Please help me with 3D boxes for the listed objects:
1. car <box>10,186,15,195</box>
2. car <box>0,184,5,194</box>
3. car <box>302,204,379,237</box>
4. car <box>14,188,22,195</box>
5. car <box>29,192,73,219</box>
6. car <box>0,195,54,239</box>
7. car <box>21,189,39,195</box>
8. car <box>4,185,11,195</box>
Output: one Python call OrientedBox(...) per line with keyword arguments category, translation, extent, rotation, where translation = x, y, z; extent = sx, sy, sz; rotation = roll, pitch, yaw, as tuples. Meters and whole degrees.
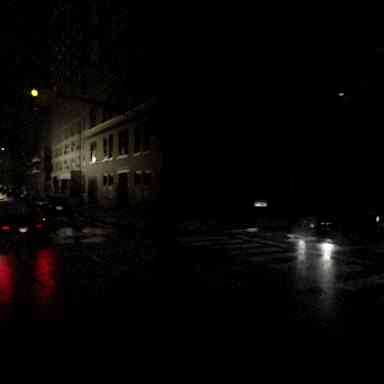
OrientedBox(category="car", translation=(-17.644, 0.379, 35.033), extent=(1.887, 1.381, 4.507), rotation=(1, 1, -32))
OrientedBox(category="car", translation=(-29.461, -0.293, 53.724), extent=(2.008, 1.369, 4.403), rotation=(1, 1, -32))
OrientedBox(category="car", translation=(7.937, 1.442, 17.616), extent=(4.892, 1.490, 1.837), rotation=(1, 1, -33))
OrientedBox(category="car", translation=(-14.690, 0.554, 30.361), extent=(2.008, 1.369, 4.403), rotation=(1, 1, -32))
OrientedBox(category="car", translation=(-8.783, 0.907, 21.016), extent=(1.947, 1.339, 4.313), rotation=(1, 1, -32))
OrientedBox(category="car", translation=(-7.155, 1.068, 13.641), extent=(1.812, 1.442, 4.674), rotation=(0, 2, -32))
OrientedBox(category="car", translation=(-11.736, 0.717, 25.688), extent=(1.887, 1.381, 4.507), rotation=(1, 1, -32))
OrientedBox(category="car", translation=(-23.553, 0.062, 44.379), extent=(1.947, 1.339, 4.313), rotation=(1, 1, -32))
